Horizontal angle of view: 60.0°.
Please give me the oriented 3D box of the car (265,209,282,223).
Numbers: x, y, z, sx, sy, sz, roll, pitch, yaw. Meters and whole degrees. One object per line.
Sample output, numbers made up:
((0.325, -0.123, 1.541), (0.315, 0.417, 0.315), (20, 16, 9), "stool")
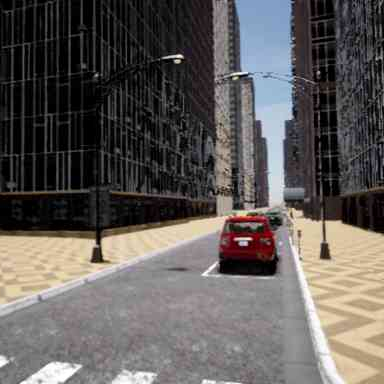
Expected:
((11.264, 3.314, 45.632), (2.097, 1.767, 4.553), (-2, -3, 15), "car")

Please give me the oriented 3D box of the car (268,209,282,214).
((9.460, 3.021, 38.874), (2.097, 1.767, 4.553), (-2, -3, 15), "car")

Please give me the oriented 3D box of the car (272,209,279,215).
((22.176, 5.325, 88.135), (1.752, 1.417, 4.829), (-2, -3, 15), "car")

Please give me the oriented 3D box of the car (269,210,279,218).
((16.411, 4.415, 66.534), (1.887, 1.381, 4.507), (-2, -3, 15), "car")

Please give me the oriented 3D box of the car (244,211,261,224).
((8.582, 3.537, 46.829), (1.882, 1.535, 5.008), (-2, -3, 15), "car")

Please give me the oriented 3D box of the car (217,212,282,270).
((2.288, 1.873, 13.149), (2.192, 1.841, 5.009), (-2, -3, 15), "car")

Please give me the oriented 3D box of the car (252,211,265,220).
((11.838, 4.150, 59.041), (1.994, 1.385, 4.181), (-2, -3, 15), "car")

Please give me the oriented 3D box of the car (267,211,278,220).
((13.593, 3.941, 55.982), (1.752, 1.417, 4.829), (-2, -3, 15), "car")
